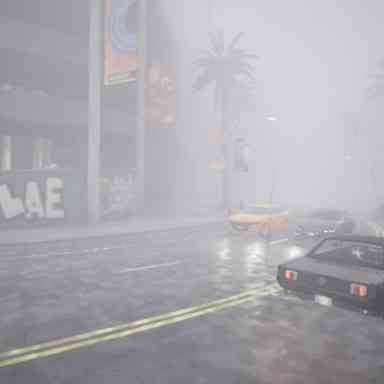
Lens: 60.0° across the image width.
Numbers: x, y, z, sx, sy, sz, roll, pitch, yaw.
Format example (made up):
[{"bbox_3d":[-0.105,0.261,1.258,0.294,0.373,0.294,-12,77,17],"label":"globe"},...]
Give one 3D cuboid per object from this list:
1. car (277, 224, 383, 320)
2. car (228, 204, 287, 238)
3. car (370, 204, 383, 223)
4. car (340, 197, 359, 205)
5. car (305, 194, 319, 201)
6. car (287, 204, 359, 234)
[{"bbox_3d":[3.928,1.607,7.279,4.718,1.301,1.895,0,0,-43],"label":"car"},{"bbox_3d":[3.720,1.419,17.793,1.882,1.535,5.008,1,0,36],"label":"car"},{"bbox_3d":[15.264,1.601,25.601,2.033,1.411,5.357,1,0,16],"label":"car"},{"bbox_3d":[26.413,1.510,55.797,2.231,1.521,4.892,1,0,7],"label":"car"},{"bbox_3d":[30.245,1.266,84.920,2.185,1.767,4.553,1,0,7],"label":"car"},{"bbox_3d":[6.301,1.496,15.447,1.837,1.490,4.892,1,0,36],"label":"car"}]
